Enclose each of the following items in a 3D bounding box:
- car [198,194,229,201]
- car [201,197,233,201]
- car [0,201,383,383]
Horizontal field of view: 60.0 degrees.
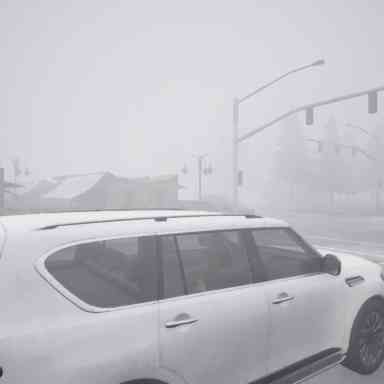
[{"bbox_3d":[2.837,1.222,34.841,2.150,2.045,5.566,0,0,-37],"label":"car"},{"bbox_3d":[3.202,1.478,28.438,1.882,1.535,5.008,0,0,-35],"label":"car"},{"bbox_3d":[0.183,1.221,3.944,5.566,2.045,2.150,0,0,-35],"label":"car"}]
